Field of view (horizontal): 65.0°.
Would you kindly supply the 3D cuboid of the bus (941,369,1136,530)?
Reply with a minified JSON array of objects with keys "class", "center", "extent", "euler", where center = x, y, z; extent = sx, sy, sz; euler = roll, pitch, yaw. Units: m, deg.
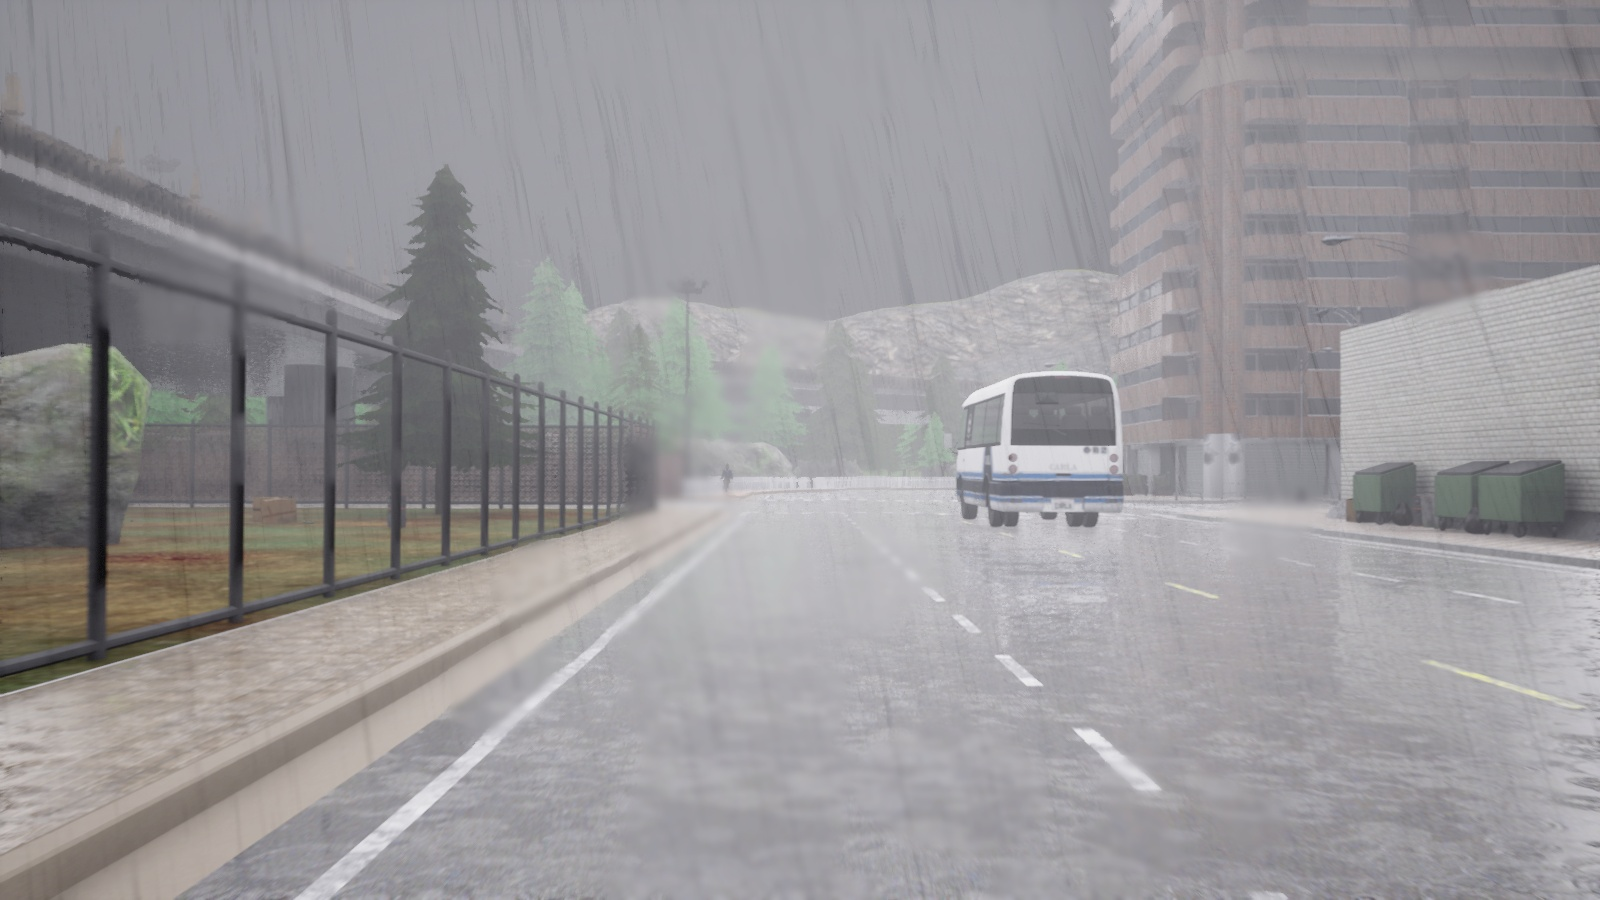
[{"class":"bus","center":[6.898,0.054,38.413],"extent":[3.944,4.253,10.273],"euler":[0,-1,0]}]

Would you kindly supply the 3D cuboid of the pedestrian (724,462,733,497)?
[{"class":"pedestrian","center":[-4.100,1.691,72.020],"extent":[0.423,1.949,0.788],"euler":[0,-1,0]}]
